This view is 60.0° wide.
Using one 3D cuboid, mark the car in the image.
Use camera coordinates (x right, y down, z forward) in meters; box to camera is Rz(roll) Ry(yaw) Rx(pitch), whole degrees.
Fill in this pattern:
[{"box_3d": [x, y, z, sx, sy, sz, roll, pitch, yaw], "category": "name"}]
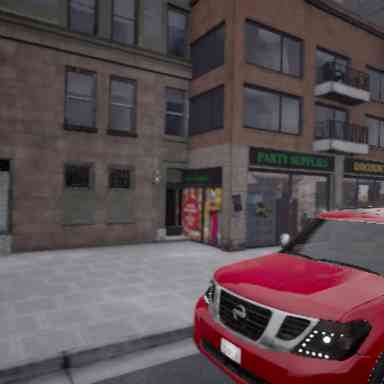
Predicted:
[{"box_3d": [2.742, 1.257, 4.743, 5.566, 2.045, 2.150, 1, 0, -32], "category": "car"}]
